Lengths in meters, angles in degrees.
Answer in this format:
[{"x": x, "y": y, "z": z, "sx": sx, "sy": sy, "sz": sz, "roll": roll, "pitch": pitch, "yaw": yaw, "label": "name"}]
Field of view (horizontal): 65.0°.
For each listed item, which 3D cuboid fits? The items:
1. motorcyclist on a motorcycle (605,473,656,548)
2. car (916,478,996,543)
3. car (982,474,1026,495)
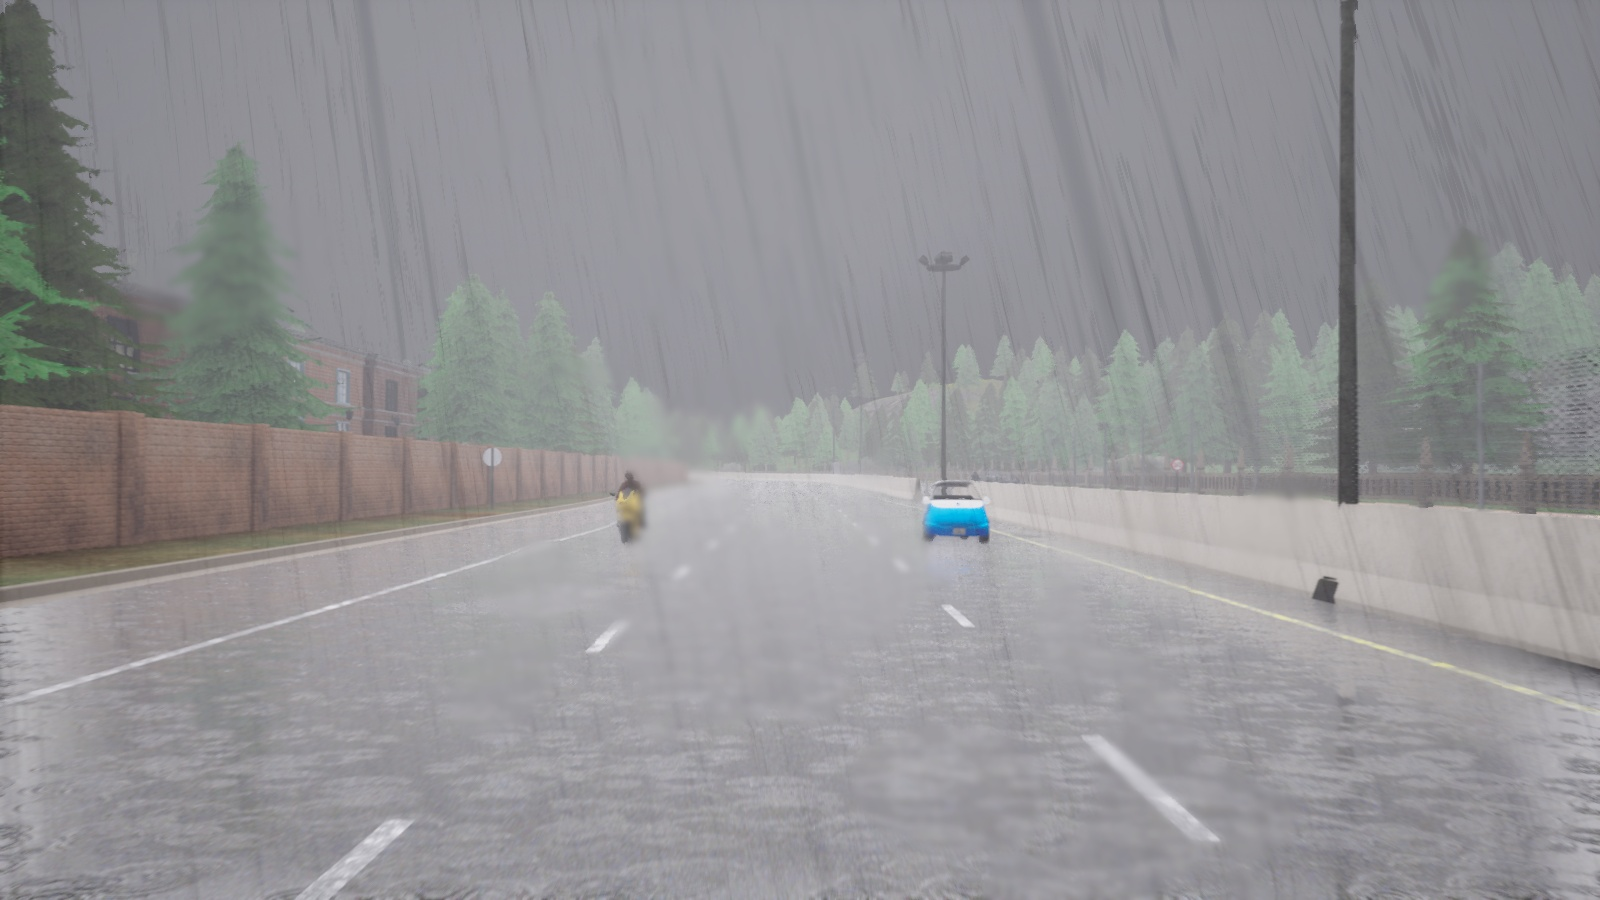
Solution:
[{"x": -3.566, "y": 1.256, "z": 26.591, "sx": 0.797, "sy": 1.523, "sz": 2.044, "roll": 0, "pitch": -1, "yaw": 0, "label": "motorcyclist on a motorcycle"}, {"x": 3.432, "y": 1.322, "z": 27.911, "sx": 1.481, "sy": 1.376, "sz": 2.207, "roll": 0, "pitch": -1, "yaw": 0, "label": "car"}, {"x": 13.031, "y": 2.208, "z": 80.396, "sx": 1.895, "sy": 1.301, "sz": 4.718, "roll": 0, "pitch": -1, "yaw": -1, "label": "car"}]
